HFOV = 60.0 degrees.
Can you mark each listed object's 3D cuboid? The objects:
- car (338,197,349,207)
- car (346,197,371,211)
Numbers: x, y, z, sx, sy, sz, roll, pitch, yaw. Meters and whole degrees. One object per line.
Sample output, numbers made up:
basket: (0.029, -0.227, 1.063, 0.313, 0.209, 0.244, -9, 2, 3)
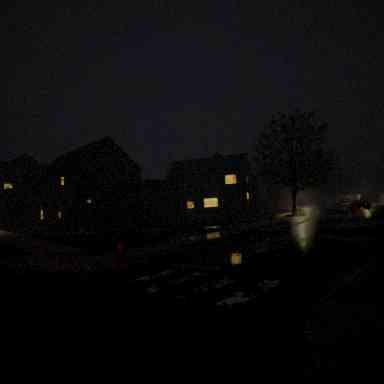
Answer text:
car: (24.579, 1.525, 53.261, 2.128, 1.511, 4.902, -4, -2, 17)
car: (20.366, 1.549, 40.435, 1.895, 1.301, 4.718, -5, -2, 21)
